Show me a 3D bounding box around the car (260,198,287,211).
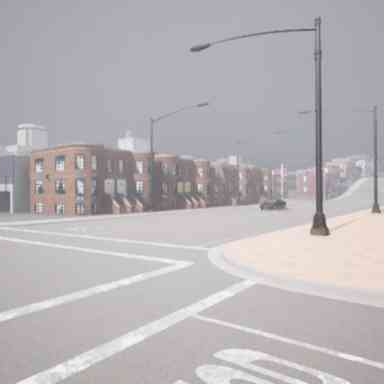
[{"bbox_3d":[10.162,1.518,41.459,1.882,1.535,5.008,-1,0,37],"label":"car"}]
